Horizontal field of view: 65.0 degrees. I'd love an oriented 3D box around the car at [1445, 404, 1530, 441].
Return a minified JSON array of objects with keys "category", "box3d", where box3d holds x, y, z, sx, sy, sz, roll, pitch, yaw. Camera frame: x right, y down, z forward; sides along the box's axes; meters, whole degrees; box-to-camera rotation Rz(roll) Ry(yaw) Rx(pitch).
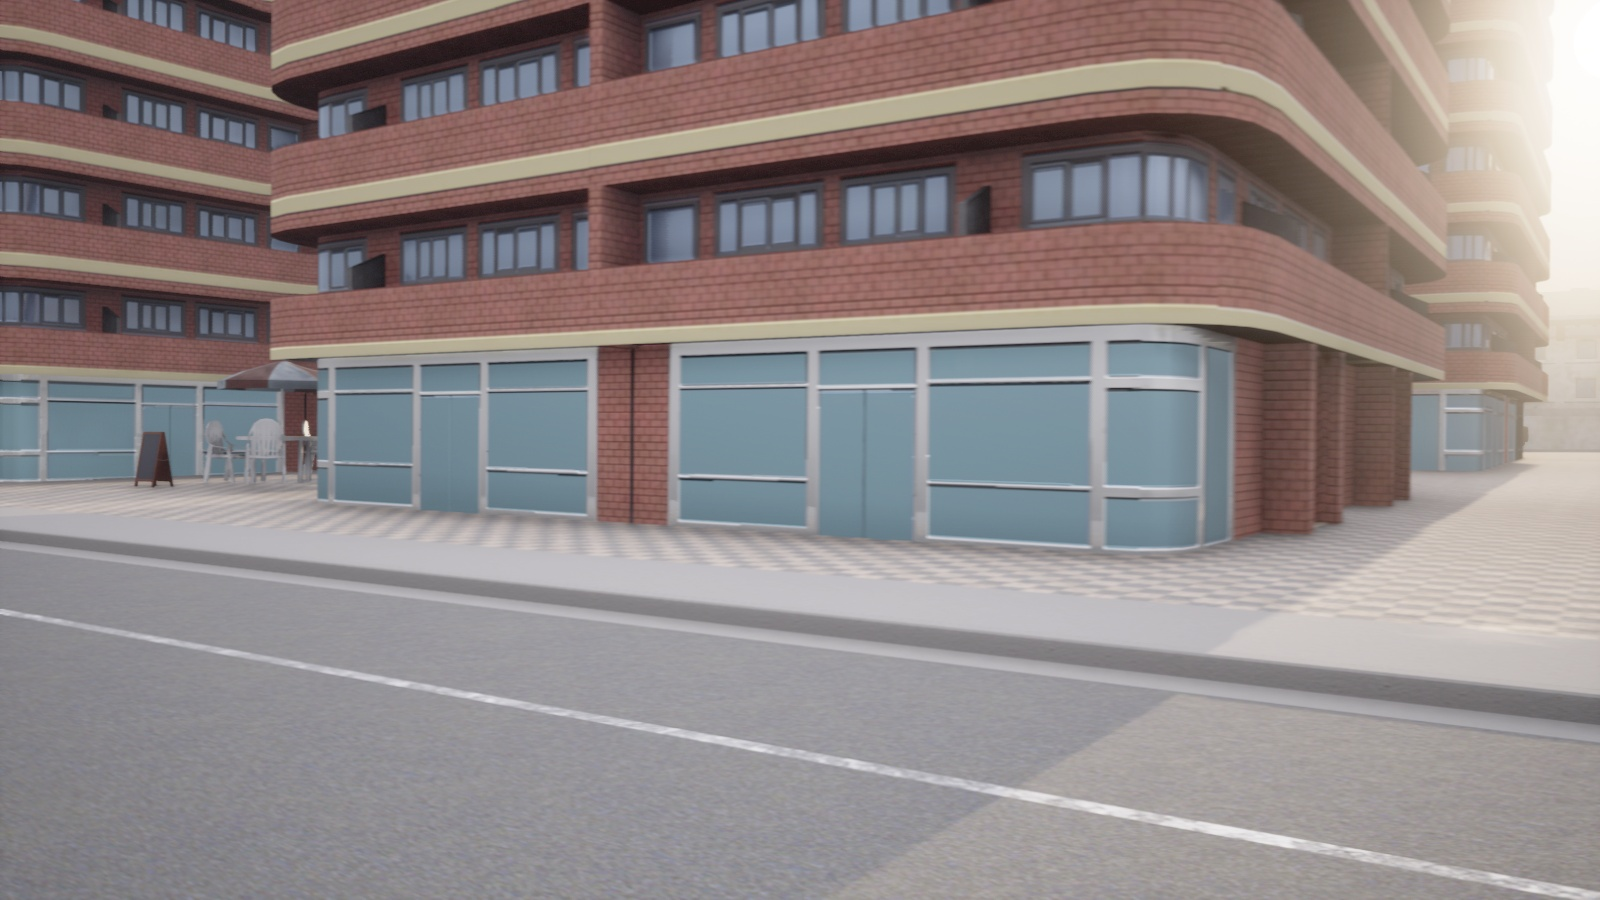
[{"category":"car","box3d":[37.504,-1.472,68.489,3.866,1.878,1.905,-1,0,34]}]
